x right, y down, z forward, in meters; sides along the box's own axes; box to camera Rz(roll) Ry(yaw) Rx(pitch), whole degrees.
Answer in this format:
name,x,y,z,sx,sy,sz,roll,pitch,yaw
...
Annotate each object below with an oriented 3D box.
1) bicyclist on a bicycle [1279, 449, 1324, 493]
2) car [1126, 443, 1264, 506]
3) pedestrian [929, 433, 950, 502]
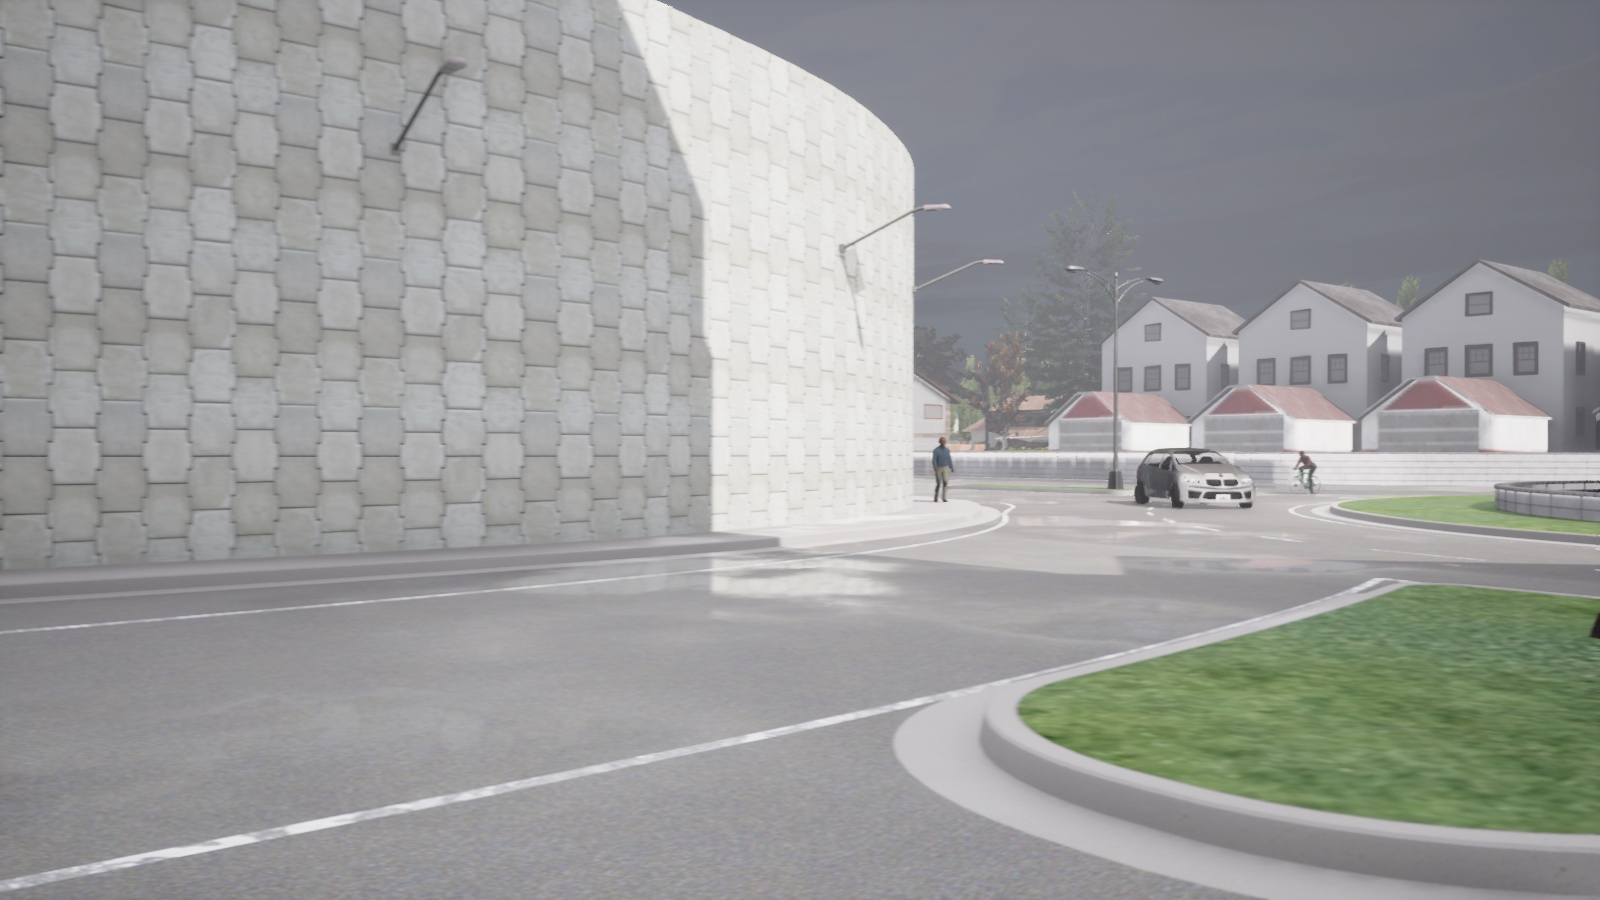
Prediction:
name,x,y,z,sx,sy,sz,roll,pitch,yaw
bicyclist on a bicycle,18.519,0.767,46.357,1.656,1.620,0.582,0,0,-28
car,11.046,0.649,35.501,2.242,1.667,4.611,0,0,-3
pedestrian,3.753,0.471,33.783,0.370,1.835,0.726,0,0,-9
